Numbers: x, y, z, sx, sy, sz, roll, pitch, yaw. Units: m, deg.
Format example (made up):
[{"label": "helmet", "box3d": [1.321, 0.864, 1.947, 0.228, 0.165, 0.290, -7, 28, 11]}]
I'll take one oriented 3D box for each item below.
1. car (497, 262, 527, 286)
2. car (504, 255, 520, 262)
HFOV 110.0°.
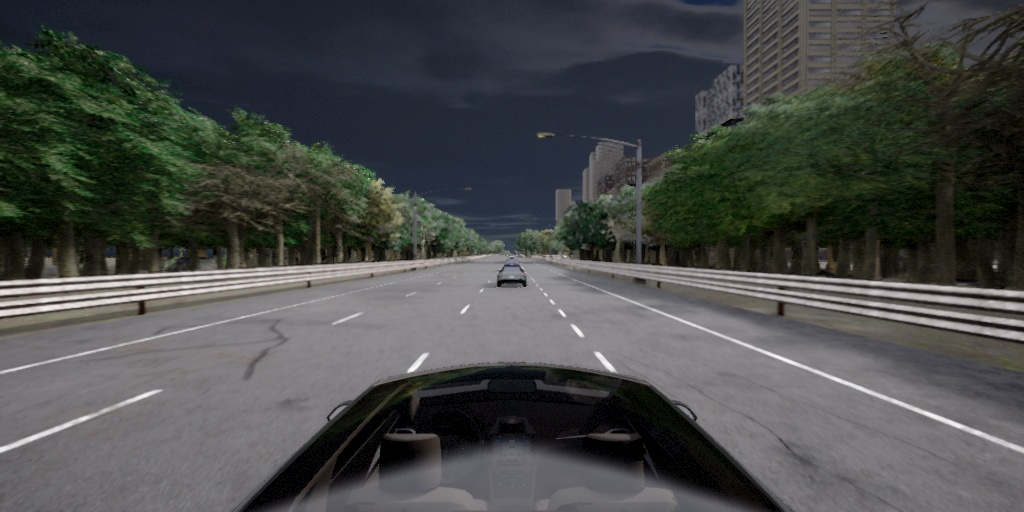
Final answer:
[{"label": "car", "box3d": [-0.009, 1.311, 25.162, 1.994, 1.385, 4.181, 0, 0, 0]}, {"label": "car", "box3d": [-0.017, 1.059, 47.087, 2.097, 1.767, 4.553, 0, 0, 0]}]
